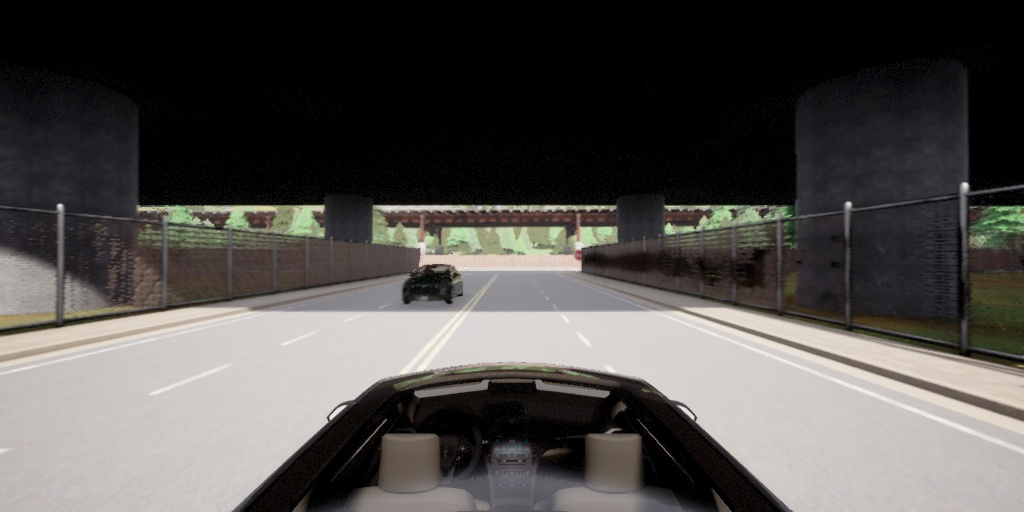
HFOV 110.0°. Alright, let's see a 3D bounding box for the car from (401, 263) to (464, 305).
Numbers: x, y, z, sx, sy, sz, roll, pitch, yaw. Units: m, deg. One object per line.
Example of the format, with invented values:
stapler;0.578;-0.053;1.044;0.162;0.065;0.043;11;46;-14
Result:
car;-3.500;1.125;16.525;2.097;1.767;4.553;0;-1;0
